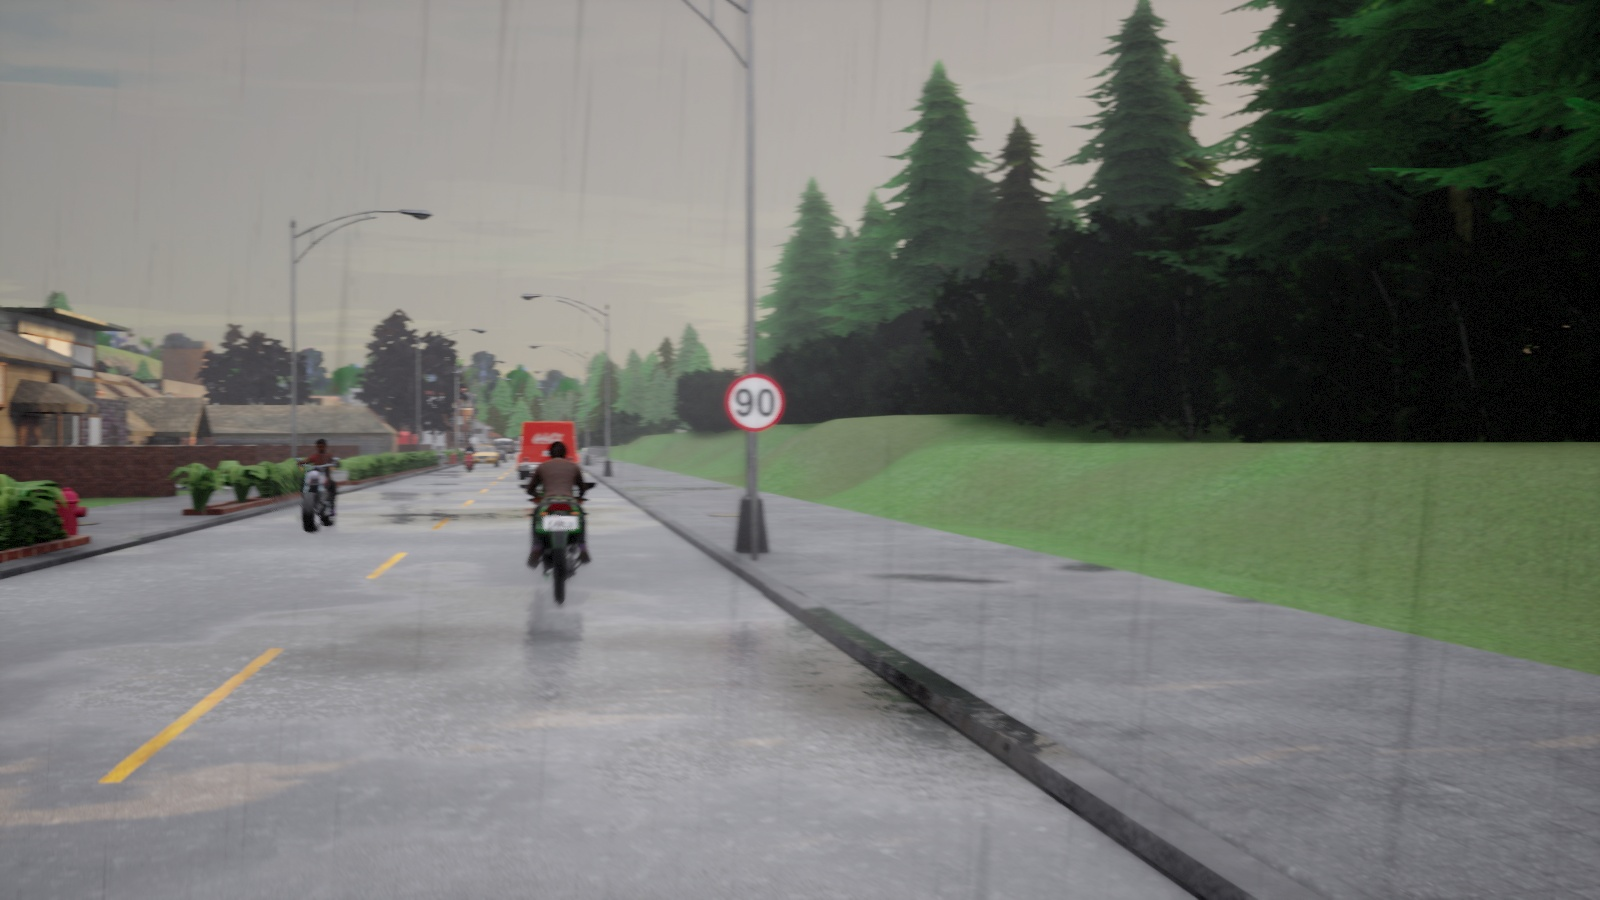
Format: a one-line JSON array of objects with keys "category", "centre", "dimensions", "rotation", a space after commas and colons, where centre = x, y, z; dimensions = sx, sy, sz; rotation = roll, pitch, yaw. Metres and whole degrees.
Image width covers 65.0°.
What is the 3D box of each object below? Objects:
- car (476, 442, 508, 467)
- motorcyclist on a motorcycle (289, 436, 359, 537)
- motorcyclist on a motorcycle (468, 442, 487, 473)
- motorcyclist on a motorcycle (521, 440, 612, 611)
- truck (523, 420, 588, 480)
[{"category": "car", "centre": [-20.102, 0.278, 82.015], "dimensions": [1.801, 1.575, 5.366], "rotation": [0, 0, -11]}, {"category": "motorcyclist on a motorcycle", "centre": [-8.270, 0.591, 21.916], "dimensions": [0.766, 1.649, 2.350], "rotation": [0, 0, -11]}, {"category": "motorcyclist on a motorcycle", "centre": [-16.890, 0.374, 65.717], "dimensions": [0.866, 1.590, 1.817], "rotation": [0, 0, -11]}, {"category": "motorcyclist on a motorcycle", "centre": [-2.289, 0.666, 12.241], "dimensions": [0.797, 1.523, 2.044], "rotation": [0, 0, -11]}, {"category": "truck", "centre": [-10.582, -0.012, 54.373], "dimensions": [2.627, 2.467, 5.204], "rotation": [0, 1, -11]}]
